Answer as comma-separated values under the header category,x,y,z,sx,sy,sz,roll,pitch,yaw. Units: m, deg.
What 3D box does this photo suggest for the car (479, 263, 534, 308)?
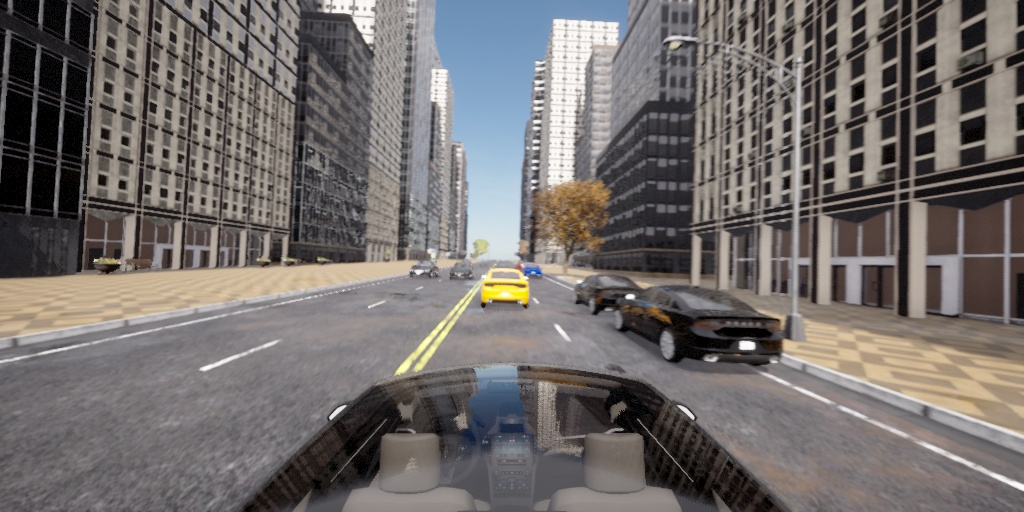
category,x,y,z,sx,sy,sz,roll,pitch,yaw
car,-0.327,1.302,15.949,1.882,1.535,5.008,2,0,-2

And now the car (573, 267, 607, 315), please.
category,x,y,z,sx,sy,sz,roll,pitch,yaw
car,3.837,1.451,14.727,1.882,1.535,5.008,2,0,-2

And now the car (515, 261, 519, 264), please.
category,x,y,z,sx,sy,sz,roll,pitch,yaw
car,1.531,1.493,56.141,2.097,1.767,4.553,2,-1,-2

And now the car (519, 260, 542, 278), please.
category,x,y,z,sx,sy,sz,roll,pitch,yaw
car,2.135,1.537,39.022,1.882,1.535,5.008,2,0,-1

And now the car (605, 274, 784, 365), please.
category,x,y,z,sx,sy,sz,roll,pitch,yaw
car,4.031,1.422,8.730,1.882,1.535,5.008,2,0,-2

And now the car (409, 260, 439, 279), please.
category,x,y,z,sx,sy,sz,roll,pitch,yaw
car,-7.496,1.141,31.020,2.128,1.511,4.902,2,0,-2

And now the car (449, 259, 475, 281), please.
category,x,y,z,sx,sy,sz,roll,pitch,yaw
car,-4.242,1.275,30.800,1.837,1.490,4.892,2,0,-2
